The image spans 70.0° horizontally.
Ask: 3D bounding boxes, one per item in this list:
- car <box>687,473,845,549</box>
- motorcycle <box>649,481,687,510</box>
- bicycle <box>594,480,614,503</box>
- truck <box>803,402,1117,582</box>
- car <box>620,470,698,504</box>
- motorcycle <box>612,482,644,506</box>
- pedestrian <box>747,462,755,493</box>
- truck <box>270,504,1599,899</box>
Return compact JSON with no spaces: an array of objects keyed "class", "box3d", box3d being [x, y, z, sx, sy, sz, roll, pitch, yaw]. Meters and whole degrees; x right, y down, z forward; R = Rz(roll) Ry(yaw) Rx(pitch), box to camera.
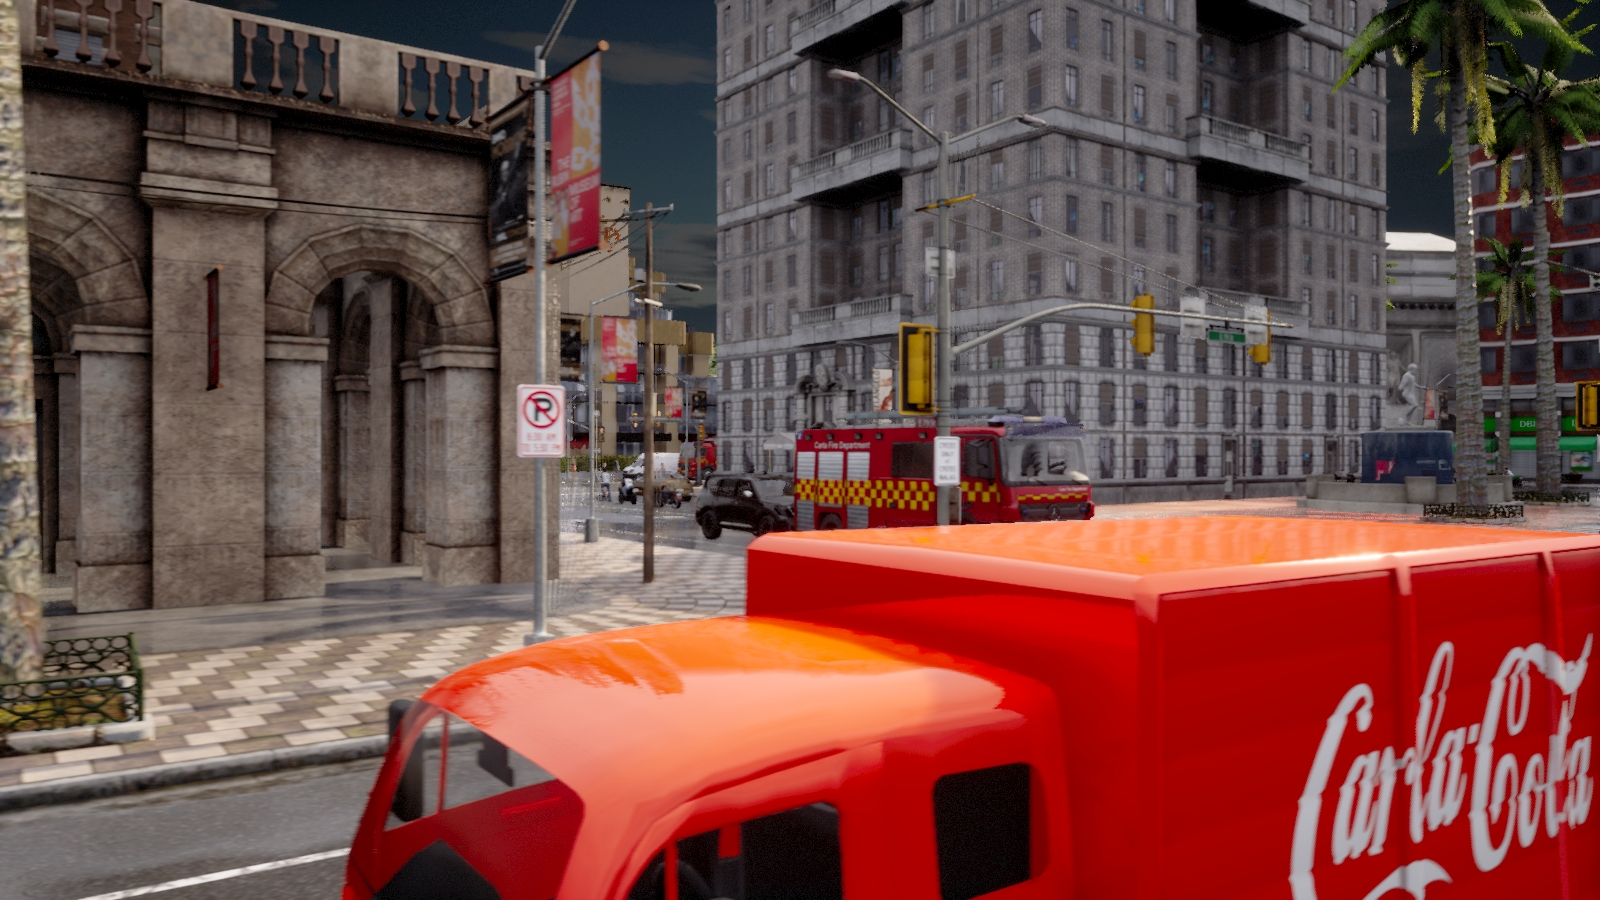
[{"class":"car","box3d":[-1.170,1.780,35.181,2.150,2.045,5.566,0,0,-35]},{"class":"motorcycle","box3d":[-6.317,2.171,54.684,0.764,1.277,2.356,0,0,-35]},{"class":"bicycle","box3d":[-10.580,2.207,61.565,0.373,1.196,1.643,0,0,-35]},{"class":"truck","box3d":[3.644,0.891,28.661,2.891,3.827,8.468,0,0,-34]},{"class":"car","box3d":[-7.761,1.993,62.574,2.152,1.651,5.027,0,0,-35]},{"class":"motorcycle","box3d":[-8.763,2.214,58.113,0.803,1.145,2.033,0,0,-36]},{"class":"pedestrian","box3d":[-3.048,1.698,70.818,0.375,1.860,0.375,0,0,-40]},{"class":"truck","box3d":[0.999,1.568,4.473,5.204,2.467,2.627,0,0,-35]}]
